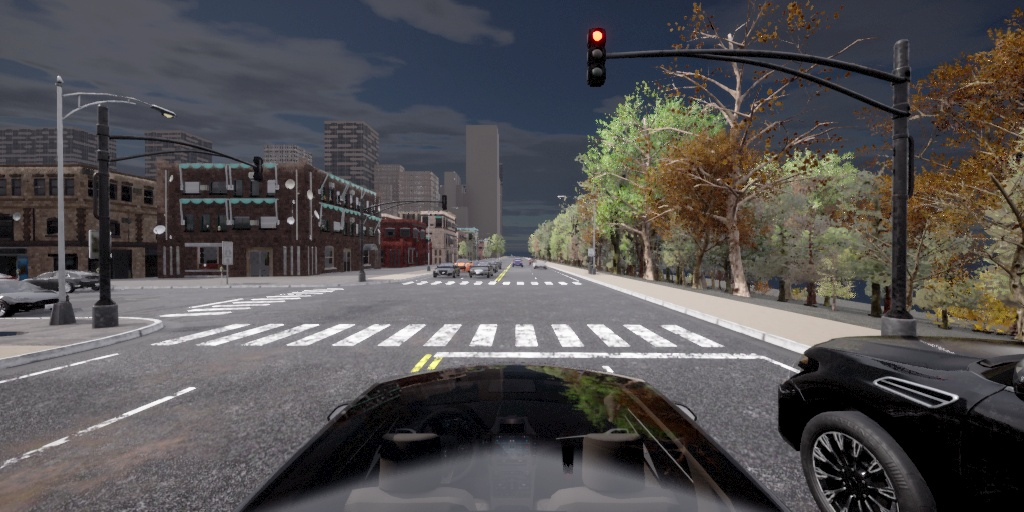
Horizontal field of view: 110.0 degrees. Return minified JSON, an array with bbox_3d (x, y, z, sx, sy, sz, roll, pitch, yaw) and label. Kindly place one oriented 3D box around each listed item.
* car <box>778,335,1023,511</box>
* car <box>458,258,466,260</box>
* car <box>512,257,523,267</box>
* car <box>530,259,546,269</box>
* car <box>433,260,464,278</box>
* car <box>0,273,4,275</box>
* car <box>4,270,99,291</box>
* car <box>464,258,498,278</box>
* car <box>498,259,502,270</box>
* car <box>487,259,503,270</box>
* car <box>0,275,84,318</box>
[{"bbox_3d":[3.322,0.972,0.675,2.150,2.045,5.566,0,0,1],"label":"car"},{"bbox_3d":[-5.916,1.088,43.760,2.097,1.767,4.553,0,0,1],"label":"car"},{"bbox_3d":[0.999,1.252,63.801,1.812,1.442,4.674,0,0,1],"label":"car"},{"bbox_3d":[4.213,1.331,55.202,1.895,1.301,4.718,0,0,1],"label":"car"},{"bbox_3d":[-6.082,1.304,33.764,1.994,1.385,4.181,0,0,1],"label":"car"},{"bbox_3d":[-33.494,1.654,22.458,4.207,1.307,1.802,0,0,1],"label":"car"},{"bbox_3d":[-27.959,1.560,22.360,4.403,1.370,2.007,0,0,1],"label":"car"},{"bbox_3d":[-2.821,1.232,33.779,2.128,1.511,4.902,0,0,3],"label":"car"},{"bbox_3d":[-2.675,1.227,43.270,2.128,1.511,4.902,0,0,1],"label":"car"},{"bbox_3d":[-2.505,1.223,53.512,2.128,1.511,4.902,0,0,1],"label":"car"},{"bbox_3d":[-19.767,1.565,13.713,4.313,1.339,1.948,0,0,1],"label":"car"}]
